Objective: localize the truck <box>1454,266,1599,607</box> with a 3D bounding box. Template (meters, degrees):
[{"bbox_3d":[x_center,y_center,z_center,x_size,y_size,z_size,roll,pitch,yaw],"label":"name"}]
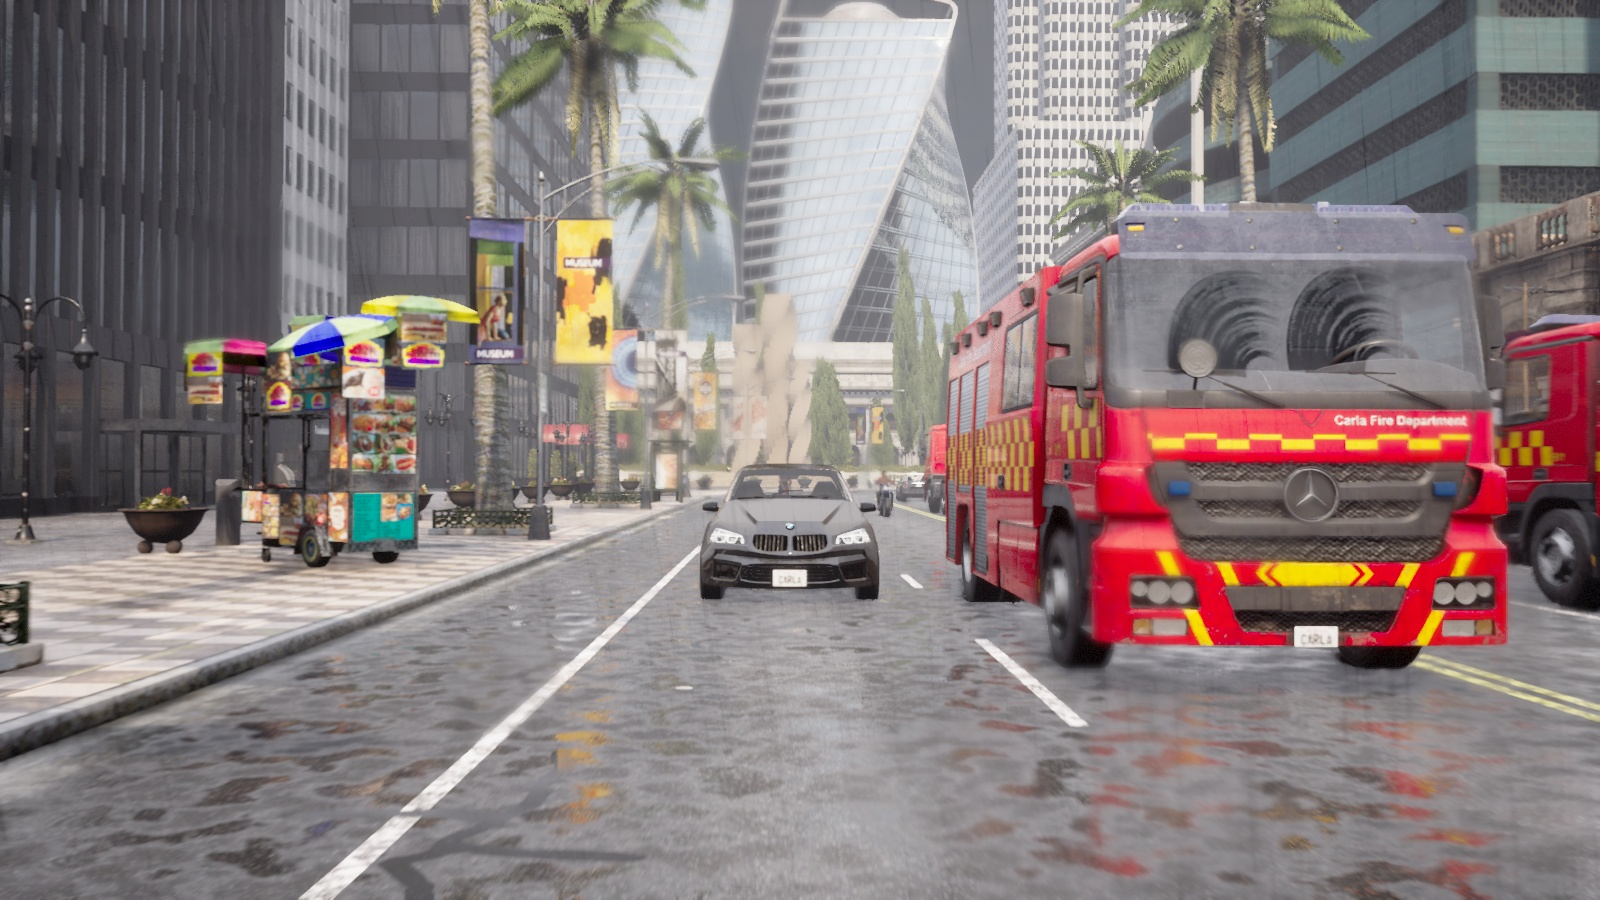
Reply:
[{"bbox_3d":[10.419,-0.176,12.865,2.891,3.827,8.468,0,-1,-1],"label":"truck"}]

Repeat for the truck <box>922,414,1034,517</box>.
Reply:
[{"bbox_3d":[6.414,0.586,46.493,2.891,3.462,7.936,0,-1,-1],"label":"truck"}]

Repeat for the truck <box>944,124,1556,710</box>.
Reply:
[{"bbox_3d":[3.426,-0.155,12.454,2.891,3.827,8.468,0,-1,-1],"label":"truck"}]

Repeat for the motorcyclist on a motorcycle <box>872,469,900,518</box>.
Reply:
[{"bbox_3d":[2.961,1.482,43.559,0.766,1.649,2.350,0,-1,-1],"label":"motorcyclist on a motorcycle"}]

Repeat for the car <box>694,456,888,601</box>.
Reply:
[{"bbox_3d":[-0.136,0.941,16.818,2.242,1.667,4.611,0,-1,-1],"label":"car"}]

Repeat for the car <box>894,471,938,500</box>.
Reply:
[{"bbox_3d":[6.142,1.874,66.827,1.970,1.475,3.806,0,-1,0],"label":"car"}]
